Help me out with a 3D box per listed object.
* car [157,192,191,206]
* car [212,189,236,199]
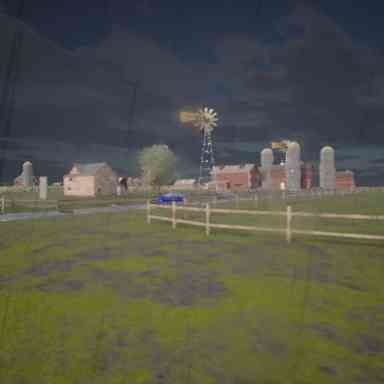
[{"bbox_3d":[-2.131,0.795,40.383,1.882,1.535,5.008,-1,1,36],"label":"car"},{"bbox_3d":[5.719,0.583,55.877,1.994,1.385,4.181,-1,1,36],"label":"car"}]
